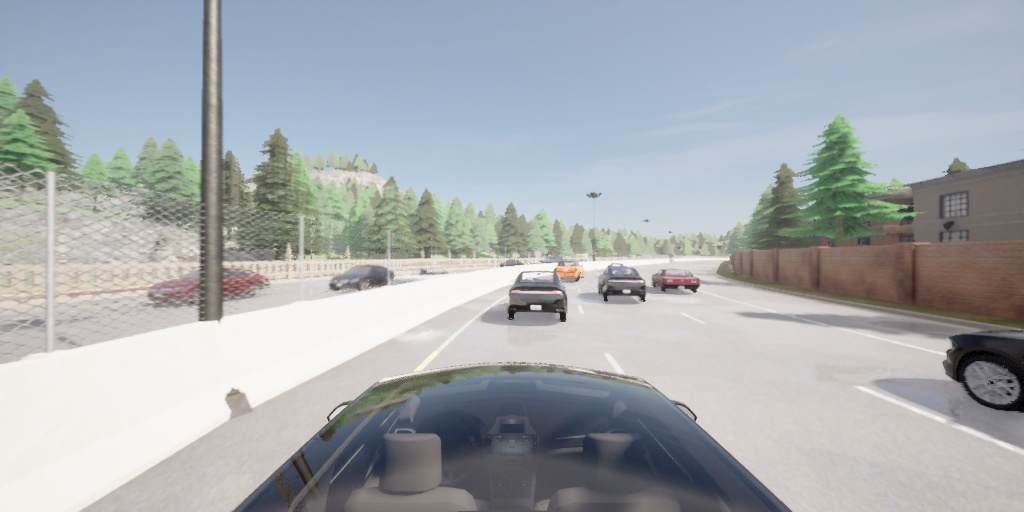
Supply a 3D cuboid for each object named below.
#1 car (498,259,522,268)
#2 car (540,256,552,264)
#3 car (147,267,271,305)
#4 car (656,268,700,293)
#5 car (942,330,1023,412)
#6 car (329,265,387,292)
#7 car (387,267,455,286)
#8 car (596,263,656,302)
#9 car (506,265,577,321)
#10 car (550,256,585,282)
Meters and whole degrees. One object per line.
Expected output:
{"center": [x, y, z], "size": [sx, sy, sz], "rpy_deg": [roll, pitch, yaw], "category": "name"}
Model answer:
{"center": [-0.196, 1.259, 54.038], "size": [1.837, 1.490, 4.892], "rpy_deg": [0, 0, 29], "category": "car"}
{"center": [6.585, 1.007, 58.869], "size": [2.150, 2.045, 5.566], "rpy_deg": [0, 0, 31], "category": "car"}
{"center": [-12.925, 1.220, 15.737], "size": [1.812, 1.442, 4.674], "rpy_deg": [0, 0, 8], "category": "car"}
{"center": [9.599, 1.395, 21.378], "size": [1.895, 1.301, 4.718], "rpy_deg": [0, 0, 13], "category": "car"}
{"center": [7.209, 1.260, 3.100], "size": [1.882, 1.535, 5.008], "rpy_deg": [0, 0, 1], "category": "car"}
{"center": [-8.529, 1.240, 20.943], "size": [1.812, 1.442, 4.674], "rpy_deg": [0, 0, 11], "category": "car"}
{"center": [-4.998, 1.331, 20.933], "size": [1.895, 1.301, 4.718], "rpy_deg": [0, 0, 12], "category": "car"}
{"center": [5.215, 1.266, 17.366], "size": [2.128, 1.511, 4.902], "rpy_deg": [0, 0, 10], "category": "car"}
{"center": [0.942, 1.247, 12.543], "size": [2.128, 1.511, 4.902], "rpy_deg": [0, 0, 6], "category": "car"}
{"center": [4.826, 1.126, 29.991], "size": [2.097, 1.767, 4.553], "rpy_deg": [0, 0, 17], "category": "car"}
